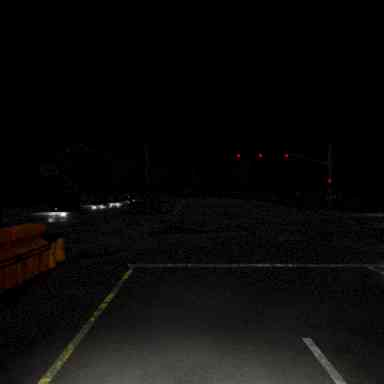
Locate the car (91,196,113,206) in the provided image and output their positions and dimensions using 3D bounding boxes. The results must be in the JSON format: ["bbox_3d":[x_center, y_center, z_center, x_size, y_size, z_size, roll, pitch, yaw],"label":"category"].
[{"bbox_3d":[-14.082,1.361,51.439,1.994,1.385,4.181,0,0,0],"label":"car"}]

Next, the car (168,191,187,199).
[{"bbox_3d":[-4.264,0.822,95.294,2.150,2.045,5.566,0,0,-22],"label":"car"}]

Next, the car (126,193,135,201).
[{"bbox_3d":[-14.054,1.060,72.210,2.097,1.767,4.553,0,0,0],"label":"car"}]

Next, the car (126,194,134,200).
[{"bbox_3d":[-15.290,1.160,82.521,1.837,1.490,4.892,0,0,-10],"label":"car"}]

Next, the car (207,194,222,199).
[{"bbox_3d":[6.906,1.146,94.739,2.033,1.411,5.357,0,0,-18],"label":"car"}]

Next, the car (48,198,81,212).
[{"bbox_3d":[-14.094,1.408,37.118,2.033,1.411,5.357,0,0,0],"label":"car"}]

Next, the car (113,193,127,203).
[{"bbox_3d":[-14.043,1.351,62.052,1.895,1.301,4.718,0,0,1],"label":"car"}]
